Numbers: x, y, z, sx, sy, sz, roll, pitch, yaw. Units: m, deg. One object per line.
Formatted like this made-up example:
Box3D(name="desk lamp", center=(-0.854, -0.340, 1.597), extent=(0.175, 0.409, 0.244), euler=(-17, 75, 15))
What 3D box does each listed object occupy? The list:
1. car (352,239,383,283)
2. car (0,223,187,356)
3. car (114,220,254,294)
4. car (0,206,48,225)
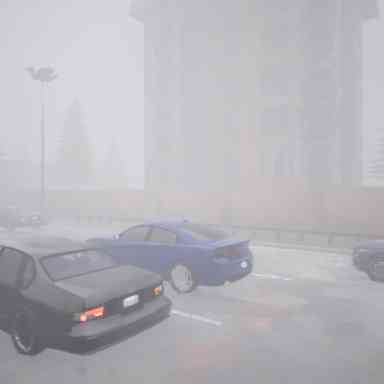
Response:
Box3D(name="car", center=(6.427, 1.526, 7.993), extent=(4.674, 1.442, 1.812), euler=(0, 0, 35))
Box3D(name="car", center=(-2.887, 1.550, 6.051), extent=(5.357, 1.411, 2.033), euler=(0, 0, 36))
Box3D(name="car", center=(-0.849, 1.480, 8.894), extent=(5.008, 1.535, 1.882), euler=(0, 0, 36))
Box3D(name="car", center=(-11.033, 1.554, 20.460), extent=(5.357, 1.411, 2.033), euler=(0, 0, 36))
